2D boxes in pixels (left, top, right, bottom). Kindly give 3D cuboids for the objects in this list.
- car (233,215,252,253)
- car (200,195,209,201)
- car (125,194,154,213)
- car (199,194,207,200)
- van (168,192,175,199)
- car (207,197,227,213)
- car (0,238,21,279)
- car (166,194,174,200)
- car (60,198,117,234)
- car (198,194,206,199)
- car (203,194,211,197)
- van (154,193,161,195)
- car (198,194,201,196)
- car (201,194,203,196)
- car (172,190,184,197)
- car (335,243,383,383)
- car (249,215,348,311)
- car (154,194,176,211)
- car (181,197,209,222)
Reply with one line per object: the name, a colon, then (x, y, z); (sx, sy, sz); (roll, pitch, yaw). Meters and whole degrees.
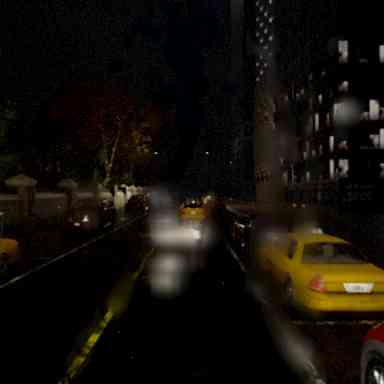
car: (2.697, 1.536, 13.218); (1.947, 1.339, 4.313); (1, 0, 0)
car: (2.696, 1.306, 74.528); (1.887, 1.381, 4.507); (1, 0, 0)
car: (-5.681, 1.222, 35.264); (2.192, 1.841, 5.009); (1, 0, 0)
car: (2.696, 1.254, 85.764); (1.887, 1.381, 4.507); (1, 0, 0)
van: (-5.682, 1.025, 91.402); (1.690, 1.788, 3.998); (1, 0, 0)
car: (2.696, 1.489, 35.206); (1.802, 1.307, 4.206); (1, 0, 0)
car: (-5.683, 1.510, 7.410); (1.752, 1.417, 4.829); (1, 0, 0)
car: (-5.684, 1.236, 85.619); (1.752, 1.417, 4.829); (1, 0, 0)
car: (-5.681, 1.271, 18.946); (2.192, 1.841, 5.009); (1, 0, 0)
car: (2.696, 1.228, 91.380); (1.887, 1.381, 4.507); (1, 0, 0)
car: (2.698, 1.329, 40.822); (1.967, 1.590, 4.097); (1, 0, 0)
van: (-5.681, 1.211, 46.491); (1.690, 1.788, 3.998); (1, 0, 0)
car: (2.698, 1.249, 63.293); (1.967, 1.590, 4.097); (1, 0, 0)
car: (2.697, 1.375, 52.228); (1.752, 1.417, 4.829); (1, 0, 0)
car: (-3.003, 0.581, 79.089); (2.150, 2.045, 5.566); (0, 0, 0)
car: (2.698, 1.436, 1.857); (1.967, 1.590, 4.097); (1, 0, 0)
car: (2.697, 1.509, 7.708); (1.752, 1.417, 4.829); (1, 0, 0)
car: (-3.096, 1.386, 38.750); (2.128, 1.511, 4.902); (0, 0, 0)
car: (0.099, 1.393, 25.428); (1.801, 1.575, 5.366); (0, 0, 0)
